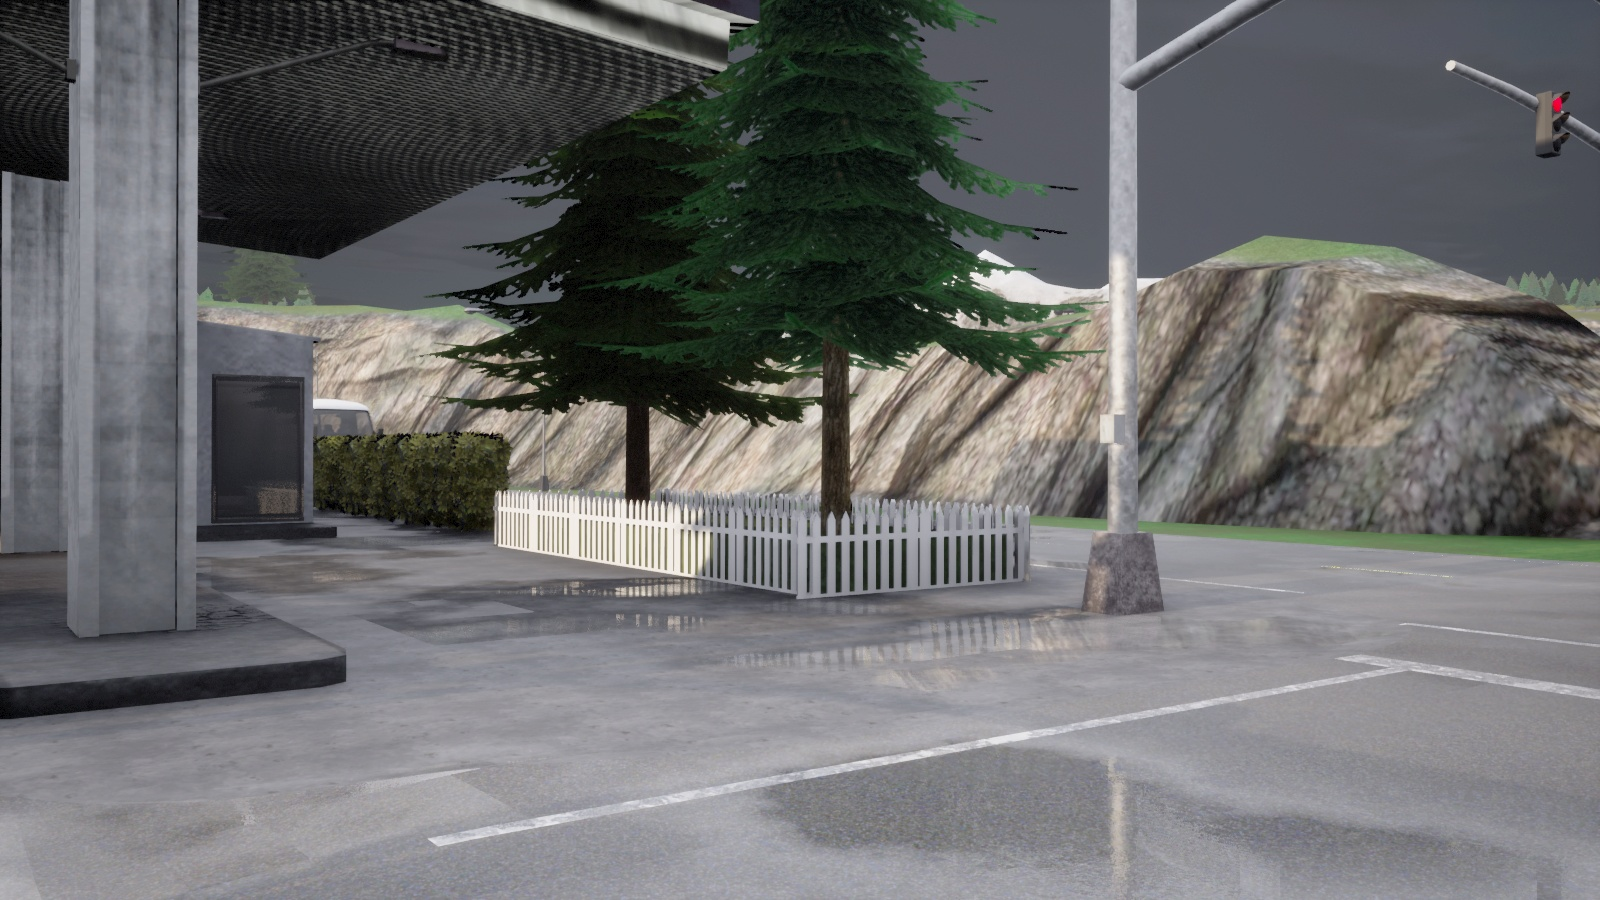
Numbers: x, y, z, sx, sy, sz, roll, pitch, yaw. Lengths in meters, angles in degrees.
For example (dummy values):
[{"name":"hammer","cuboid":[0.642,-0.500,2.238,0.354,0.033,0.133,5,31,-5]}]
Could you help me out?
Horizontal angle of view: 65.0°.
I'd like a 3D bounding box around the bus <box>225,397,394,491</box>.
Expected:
[{"name":"bus","cuboid":[-24.328,-0.237,61.920,10.273,4.253,3.944,0,0,45]}]
